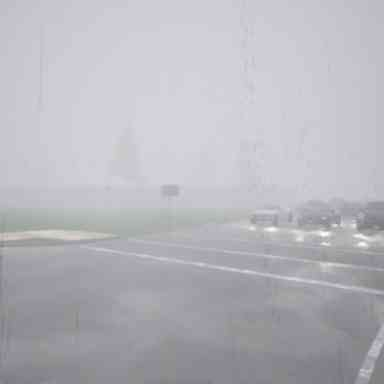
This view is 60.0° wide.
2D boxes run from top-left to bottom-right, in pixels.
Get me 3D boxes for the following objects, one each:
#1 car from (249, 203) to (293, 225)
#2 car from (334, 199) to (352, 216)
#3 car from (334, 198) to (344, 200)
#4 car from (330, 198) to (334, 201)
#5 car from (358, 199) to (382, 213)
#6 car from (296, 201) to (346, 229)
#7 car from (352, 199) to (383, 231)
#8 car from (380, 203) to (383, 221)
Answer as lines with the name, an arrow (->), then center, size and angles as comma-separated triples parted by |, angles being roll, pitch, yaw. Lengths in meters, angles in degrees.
car -> 5.892, 1.529, 24.304 | 1.812, 1.442, 4.674 | 0, 0, 36
car -> 14.433, 1.603, 30.092 | 1.895, 1.301, 4.718 | 0, 0, 36
car -> 17.813, 1.494, 40.656 | 2.128, 1.511, 4.902 | 0, 0, 36
car -> 11.953, 1.551, 32.625 | 2.033, 1.411, 5.357 | 0, 0, 36
car -> 20.689, 1.528, 38.658 | 1.812, 1.442, 4.674 | 0, 0, 36
car -> 8.510, 1.528, 21.962 | 1.812, 1.442, 4.674 | 0, 0, 36
car -> 11.250, 1.353, 19.781 | 2.097, 1.767, 4.553 | 0, 0, 36
car -> 17.041, 1.602, 27.729 | 1.895, 1.301, 4.718 | 0, 0, 36
